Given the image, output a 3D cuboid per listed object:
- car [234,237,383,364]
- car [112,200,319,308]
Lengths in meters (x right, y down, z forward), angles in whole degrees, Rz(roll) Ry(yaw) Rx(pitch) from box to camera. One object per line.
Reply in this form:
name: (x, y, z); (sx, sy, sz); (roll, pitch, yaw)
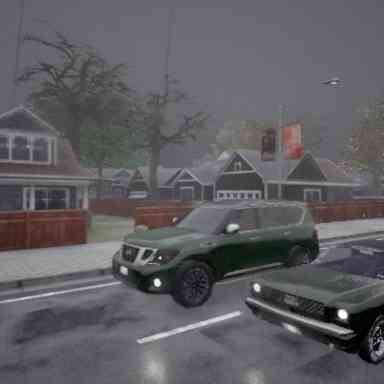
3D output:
car: (3.196, 1.612, 5.968); (4.718, 1.301, 1.895); (0, 0, -36)
car: (0.884, 1.232, 8.311); (5.566, 2.045, 2.150); (0, 0, -36)
